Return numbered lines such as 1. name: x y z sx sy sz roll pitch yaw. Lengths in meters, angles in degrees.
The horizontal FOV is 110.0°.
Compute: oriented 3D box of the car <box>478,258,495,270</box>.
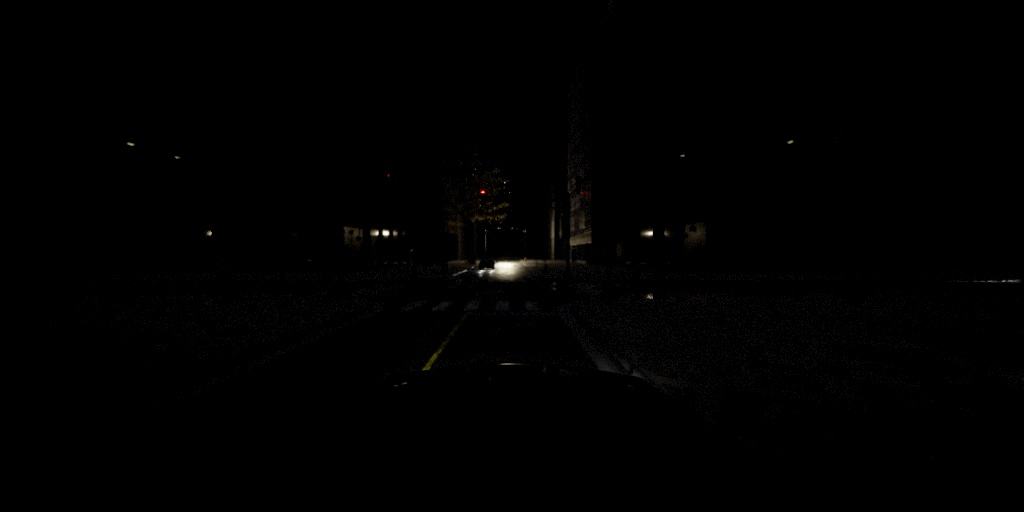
1. car: -2.981 0.955 43.015 2.033 1.411 5.357 0 1 0
